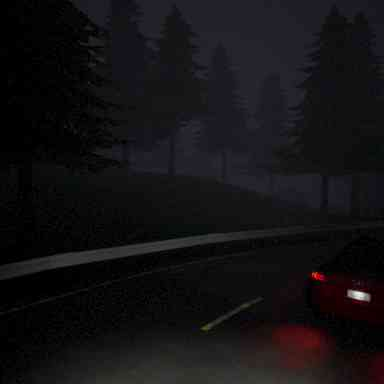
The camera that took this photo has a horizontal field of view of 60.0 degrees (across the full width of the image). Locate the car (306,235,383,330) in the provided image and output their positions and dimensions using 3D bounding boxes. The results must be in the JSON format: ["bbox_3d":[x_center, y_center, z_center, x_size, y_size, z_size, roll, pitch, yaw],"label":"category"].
[{"bbox_3d":[3.970,1.568,6.600,1.994,1.385,4.181,1,1,44],"label":"car"}]

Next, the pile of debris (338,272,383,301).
[{"bbox_3d":[4.538,2.185,7.609,1.860,0.140,1.500,0,0,-39],"label":"pile of debris"}]
